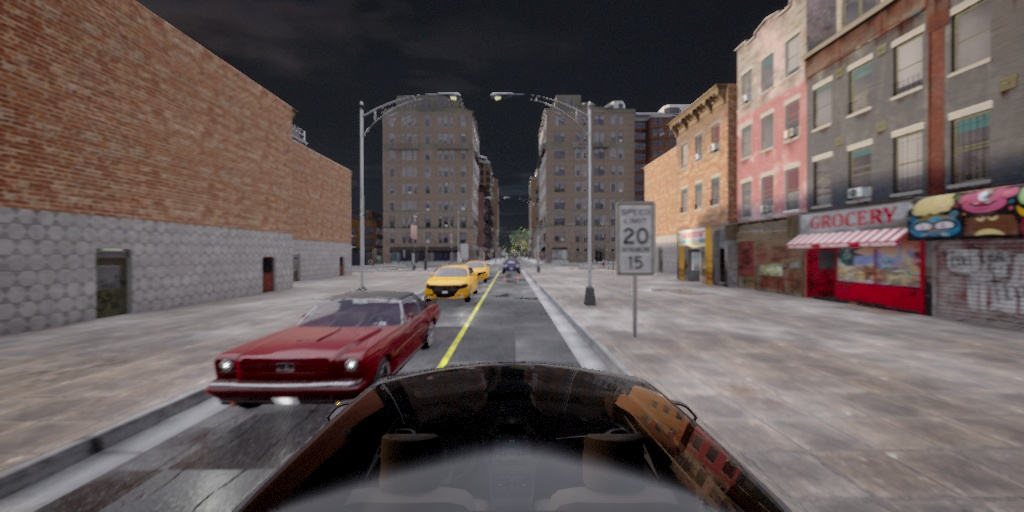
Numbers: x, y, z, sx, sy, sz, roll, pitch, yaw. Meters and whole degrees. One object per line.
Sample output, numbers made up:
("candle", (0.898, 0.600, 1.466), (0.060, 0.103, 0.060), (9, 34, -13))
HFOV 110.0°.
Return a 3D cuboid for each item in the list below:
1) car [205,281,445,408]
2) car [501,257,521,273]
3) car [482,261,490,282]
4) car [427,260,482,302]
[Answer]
("car", (-2.609, 1.334, 6.297), (1.895, 1.301, 4.718), (0, 0, -1))
("car", (-0.067, 1.075, 38.431), (1.812, 1.442, 4.674), (0, 0, 0))
("car", (-2.696, 1.097, 27.150), (1.882, 1.535, 5.008), (0, 0, 0))
("car", (-2.665, 1.154, 16.709), (1.882, 1.535, 5.008), (0, 0, 0))
